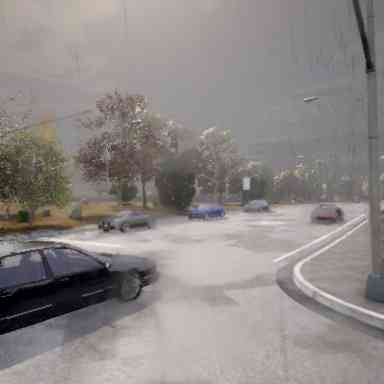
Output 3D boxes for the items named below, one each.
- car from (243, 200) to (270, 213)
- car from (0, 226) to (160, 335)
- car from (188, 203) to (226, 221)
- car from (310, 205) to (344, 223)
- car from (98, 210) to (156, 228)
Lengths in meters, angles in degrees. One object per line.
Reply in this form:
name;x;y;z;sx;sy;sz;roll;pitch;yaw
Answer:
car;8.290;1.791;42.579;2.097;1.767;4.553;-2;-1;32
car;-2.997;1.661;6.261;2.033;1.411;5.357;-2;-1;37
car;1.445;1.863;31.726;1.882;1.535;5.008;-2;-1;32
car;11.037;1.701;27.074;1.994;1.385;4.181;-2;-1;32
car;-4.370;1.933;22.762;1.994;1.385;4.181;-2;-1;34
